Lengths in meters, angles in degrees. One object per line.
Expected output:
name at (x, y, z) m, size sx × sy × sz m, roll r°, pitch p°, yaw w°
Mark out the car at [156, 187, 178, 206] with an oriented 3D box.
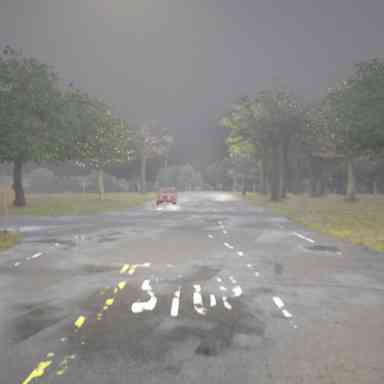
car at (-2.876, 0.503, 39.101) m, size 2.150 × 2.045 × 5.566 m, roll 0°, pitch 2°, yaw 2°
